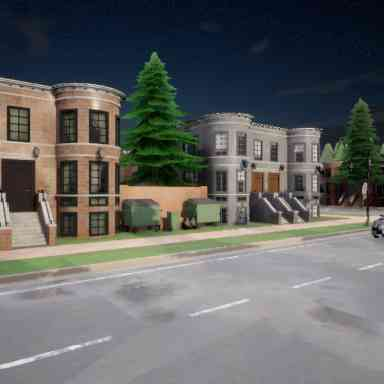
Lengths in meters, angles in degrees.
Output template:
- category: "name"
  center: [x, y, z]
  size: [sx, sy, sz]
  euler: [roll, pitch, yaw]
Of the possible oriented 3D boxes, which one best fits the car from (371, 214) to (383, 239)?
- category: "car"
  center: [10.556, 1.492, 16.124]
  size: [4.902, 1.511, 2.128]
  euler: [0, 0, -36]
